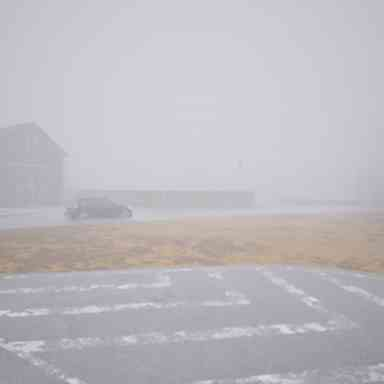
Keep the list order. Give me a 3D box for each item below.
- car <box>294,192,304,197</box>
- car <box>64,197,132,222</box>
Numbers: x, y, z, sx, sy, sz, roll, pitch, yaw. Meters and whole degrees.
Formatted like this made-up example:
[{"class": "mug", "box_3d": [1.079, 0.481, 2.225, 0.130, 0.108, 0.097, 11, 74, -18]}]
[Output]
[{"class": "car", "box_3d": [28.415, 1.374, 88.024, 2.242, 1.667, 4.611, 1, 0, 35]}, {"class": "car", "box_3d": [-6.542, 1.119, 23.652, 4.553, 1.767, 2.097, 0, 1, -38]}]
